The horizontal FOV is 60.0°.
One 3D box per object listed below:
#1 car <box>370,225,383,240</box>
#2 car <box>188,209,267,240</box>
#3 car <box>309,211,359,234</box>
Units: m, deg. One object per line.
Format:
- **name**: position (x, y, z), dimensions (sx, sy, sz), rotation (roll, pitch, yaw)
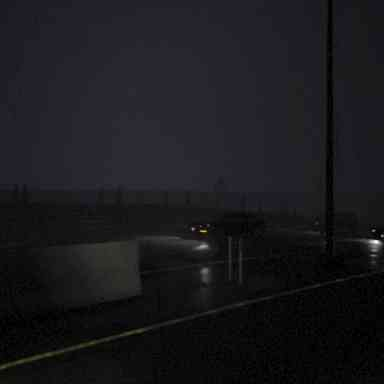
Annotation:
- **car**: position (14.431, 2.684, 22.837), dimensions (5.357, 1.411, 2.033), rotation (7, -4, -35)
- **car**: position (2.030, 1.740, 18.336), dimensions (4.892, 1.490, 1.837), rotation (3, -2, -35)
- **car**: position (13.123, 2.710, 30.507), dimensions (5.566, 2.045, 2.150), rotation (8, -5, -35)
